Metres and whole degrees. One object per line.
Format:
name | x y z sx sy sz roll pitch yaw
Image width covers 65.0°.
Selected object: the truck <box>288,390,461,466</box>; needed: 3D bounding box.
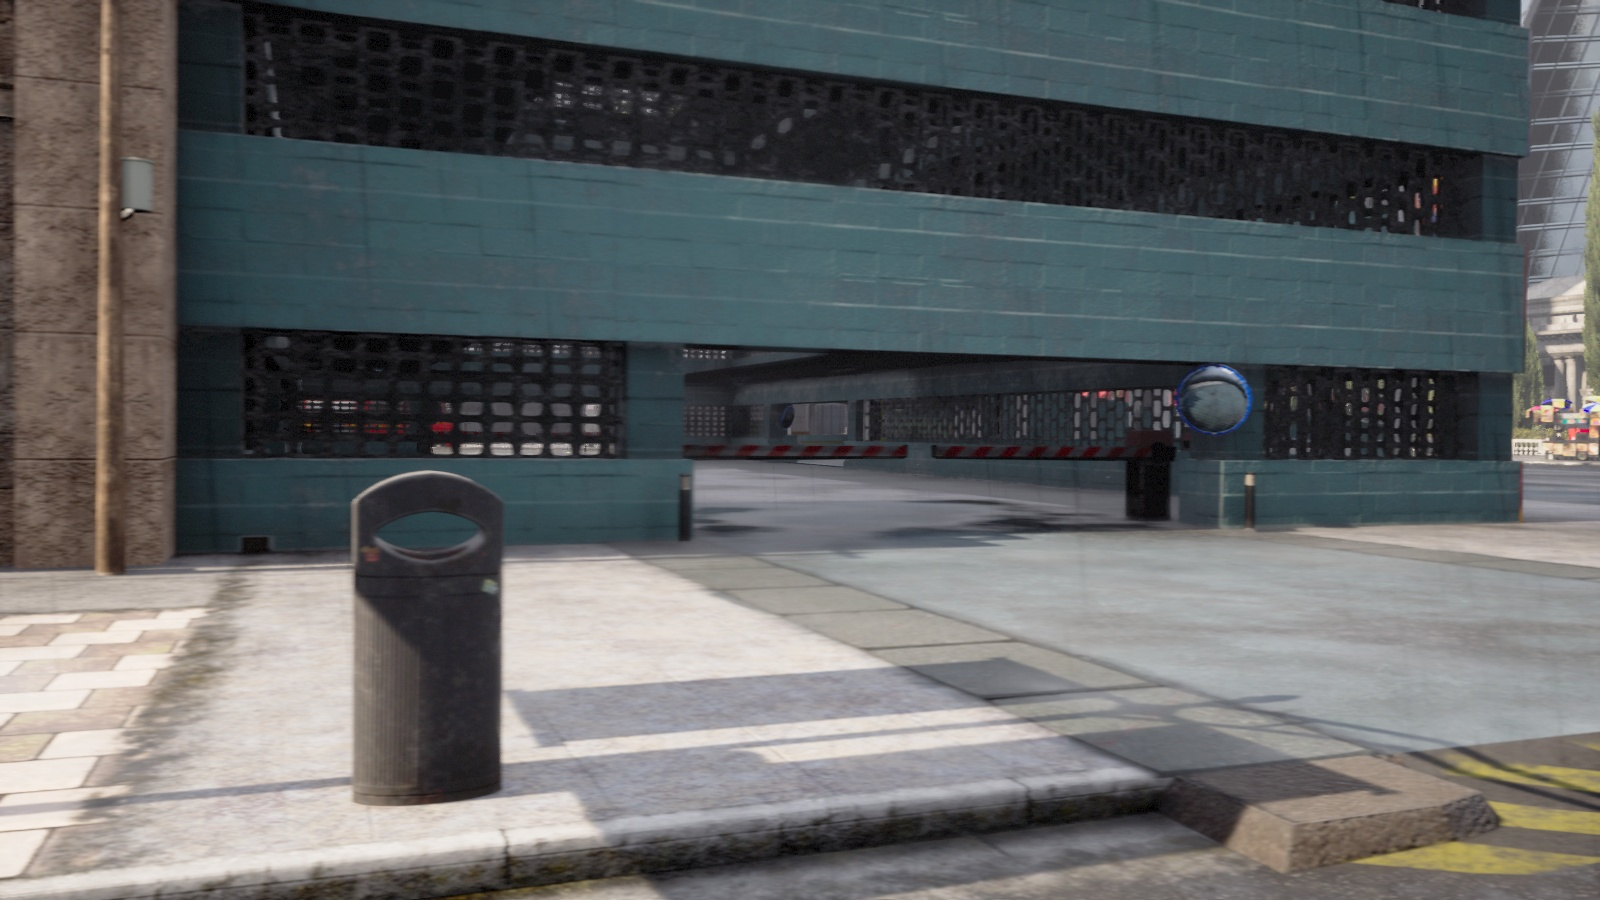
truck | -22.524 -1.207 66.586 8.468 3.827 2.891 -1 1 -21
